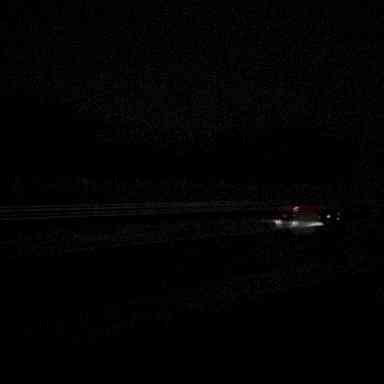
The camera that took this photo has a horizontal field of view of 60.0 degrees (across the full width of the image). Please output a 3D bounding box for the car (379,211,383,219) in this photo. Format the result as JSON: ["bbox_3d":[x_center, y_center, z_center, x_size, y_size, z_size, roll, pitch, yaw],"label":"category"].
[{"bbox_3d":[14.999,1.498,23.293,4.902,1.511,2.128,0,0,-35],"label":"car"}]

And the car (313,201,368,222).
[{"bbox_3d":[11.429,1.564,25.045,4.181,1.385,1.994,0,0,-35],"label":"car"}]

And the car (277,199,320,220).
[{"bbox_3d":[9.224,1.351,27.771,4.553,1.767,2.097,0,0,-35],"label":"car"}]
